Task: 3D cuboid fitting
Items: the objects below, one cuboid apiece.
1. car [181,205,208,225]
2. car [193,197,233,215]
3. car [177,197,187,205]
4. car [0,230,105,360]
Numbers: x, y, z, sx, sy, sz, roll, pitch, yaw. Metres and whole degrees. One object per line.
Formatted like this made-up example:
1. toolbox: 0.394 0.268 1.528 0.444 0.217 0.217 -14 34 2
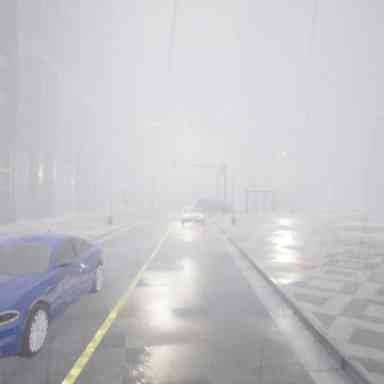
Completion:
1. car: 0.087 2.006 27.902 1.895 1.301 4.718 0 -1 0
2. car: 2.936 1.775 41.553 5.566 2.045 2.150 0 -2 -44
3. car: -3.024 2.636 89.304 2.097 1.767 4.553 0 -1 0
4. car: -3.101 1.571 6.347 1.882 1.535 5.008 0 -1 0
